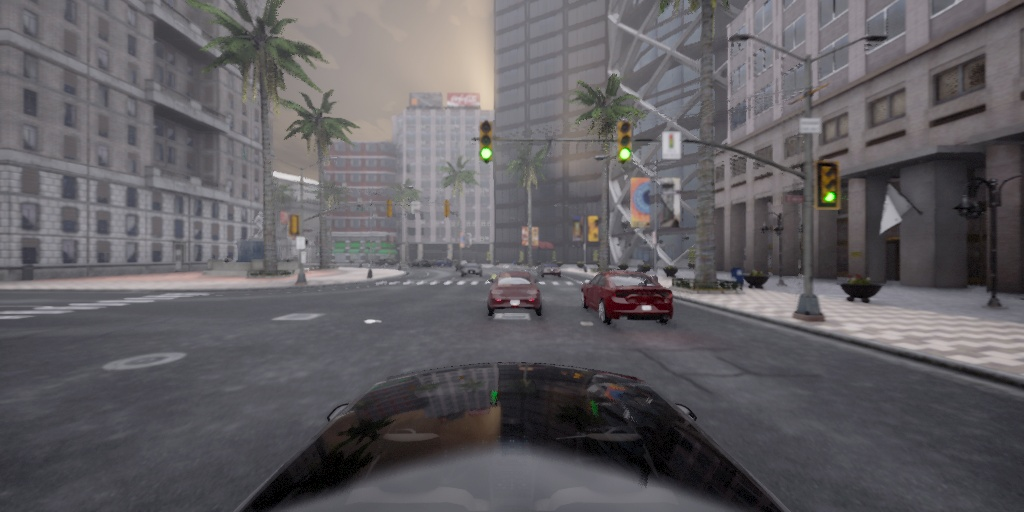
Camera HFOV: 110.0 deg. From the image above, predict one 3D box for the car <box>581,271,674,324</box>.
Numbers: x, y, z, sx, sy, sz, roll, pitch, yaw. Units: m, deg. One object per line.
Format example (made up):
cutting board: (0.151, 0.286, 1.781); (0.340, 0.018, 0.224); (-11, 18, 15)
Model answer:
car: (3.599, 1.238, 12.070); (1.882, 1.535, 5.008); (0, 0, 0)

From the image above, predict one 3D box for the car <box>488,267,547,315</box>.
car: (0.086, 1.287, 13.509); (1.812, 1.442, 4.674); (0, 0, 0)

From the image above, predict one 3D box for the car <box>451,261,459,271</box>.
car: (-6.078, 1.271, 46.390); (1.882, 1.535, 5.008); (0, 0, -21)

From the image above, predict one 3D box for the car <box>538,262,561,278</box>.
car: (3.475, 1.329, 34.783); (2.033, 1.411, 5.357); (0, 0, -3)

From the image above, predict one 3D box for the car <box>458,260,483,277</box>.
car: (-3.907, 1.347, 35.529); (1.994, 1.385, 4.181); (0, 0, -3)

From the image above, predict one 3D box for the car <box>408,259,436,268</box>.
car: (-15.300, 1.407, 59.802); (4.718, 1.301, 1.895); (0, 0, 42)
